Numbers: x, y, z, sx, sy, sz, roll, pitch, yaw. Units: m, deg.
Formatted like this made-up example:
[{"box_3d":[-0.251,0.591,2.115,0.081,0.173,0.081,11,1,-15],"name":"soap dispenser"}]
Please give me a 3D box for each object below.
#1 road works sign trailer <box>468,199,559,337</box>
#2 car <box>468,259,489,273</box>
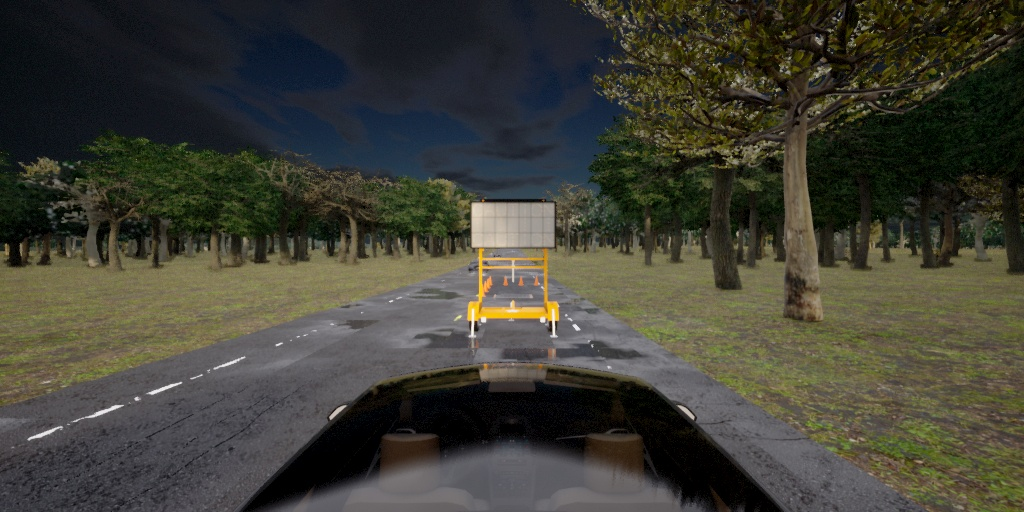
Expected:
[{"box_3d":[0.034,0.198,10.187,2.380,3.560,2.880,0,0,0],"name":"road works sign trailer"},{"box_3d":[-3.470,1.012,37.862,1.994,1.385,4.181,0,1,0],"name":"car"}]
